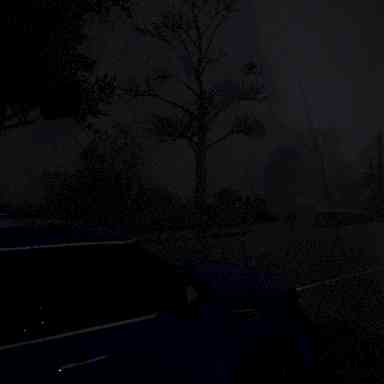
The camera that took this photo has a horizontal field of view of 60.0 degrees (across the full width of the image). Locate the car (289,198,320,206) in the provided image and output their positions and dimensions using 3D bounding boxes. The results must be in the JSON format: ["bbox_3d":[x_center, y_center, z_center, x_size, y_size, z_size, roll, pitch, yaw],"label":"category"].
[{"bbox_3d":[15.416,1.547,45.979,1.812,1.442,4.674,0,0,-27],"label":"car"}]

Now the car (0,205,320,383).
[{"bbox_3d":[-1.326,1.223,2.770,5.566,2.045,2.150,0,0,-35],"label":"car"}]
